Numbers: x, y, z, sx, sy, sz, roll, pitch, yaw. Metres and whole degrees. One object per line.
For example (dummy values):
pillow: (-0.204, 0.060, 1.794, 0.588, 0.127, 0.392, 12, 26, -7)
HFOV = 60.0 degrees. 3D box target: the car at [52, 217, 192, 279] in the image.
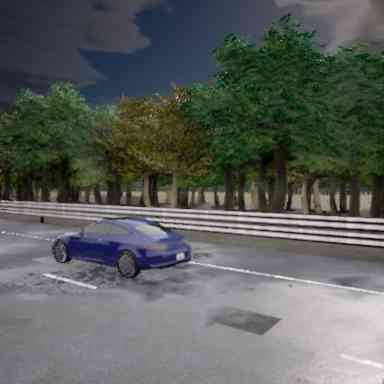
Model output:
car: (-2.170, 1.461, 9.824, 4.674, 1.442, 1.812, 1, 0, 35)
